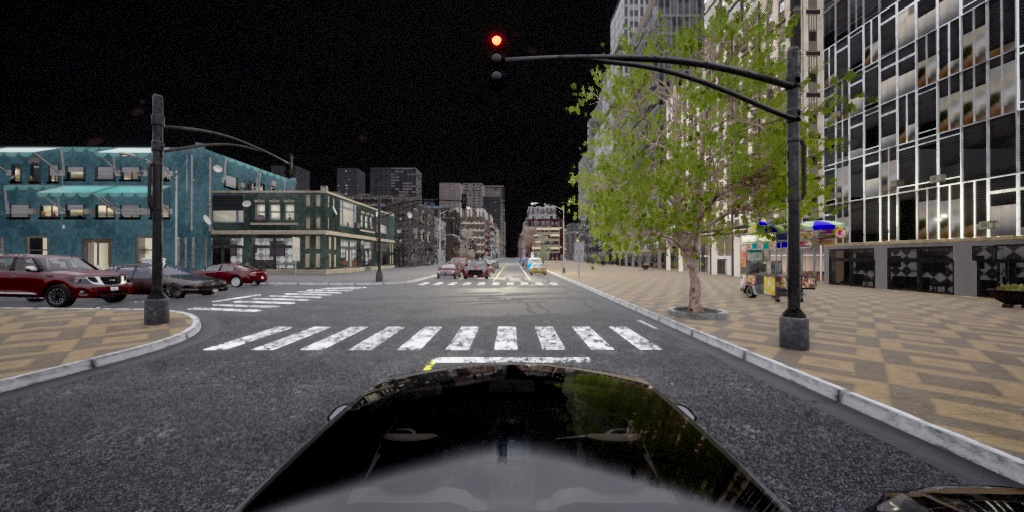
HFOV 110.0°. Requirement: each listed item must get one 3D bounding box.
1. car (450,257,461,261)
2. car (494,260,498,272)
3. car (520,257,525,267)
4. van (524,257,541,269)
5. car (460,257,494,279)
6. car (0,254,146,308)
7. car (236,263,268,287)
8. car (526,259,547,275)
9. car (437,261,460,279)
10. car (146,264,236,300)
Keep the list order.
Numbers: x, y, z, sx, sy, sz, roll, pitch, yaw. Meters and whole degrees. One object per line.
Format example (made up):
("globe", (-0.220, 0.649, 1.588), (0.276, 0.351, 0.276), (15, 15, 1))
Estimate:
("car", (-5.654, 1.067, 38.075), (2.192, 1.841, 5.009), (0, 0, 0))
("car", (-3.060, 1.317, 42.153), (1.994, 1.385, 4.181), (0, 0, 0))
("car", (2.742, 1.305, 54.723), (2.007, 1.370, 4.403), (0, 0, 0))
("van", (2.732, 1.094, 43.621), (1.690, 1.789, 3.998), (0, 0, 0))
("car", (-3.069, 1.104, 32.220), (2.097, 1.767, 4.553), (0, 0, 0))
("car", (-17.147, 0.850, 13.147), (5.009, 1.841, 2.192), (0, 0, -1))
("car", (-17.257, 1.121, 21.527), (4.507, 1.381, 1.888), (0, 0, -1))
("car", (2.727, 1.278, 38.239), (1.751, 1.417, 4.829), (0, 0, 0))
("car", (-5.659, 1.334, 32.524), (1.802, 1.307, 4.207), (0, 0, 0))
("car", (-15.803, 1.113, 15.801), (5.357, 1.411, 2.033), (1, 0, -2))
